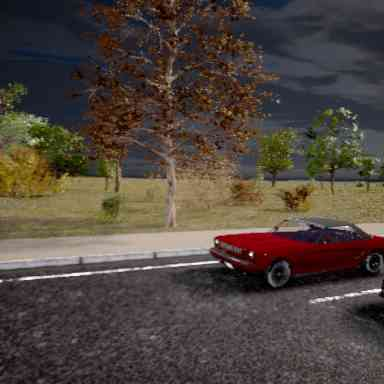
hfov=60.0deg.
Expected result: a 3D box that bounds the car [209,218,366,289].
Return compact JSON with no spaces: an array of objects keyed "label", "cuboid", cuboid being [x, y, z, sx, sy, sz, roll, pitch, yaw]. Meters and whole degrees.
[{"label":"car","cuboid":[2.856,1.347,8.350,4.718,1.301,1.895,1,2,-24]}]

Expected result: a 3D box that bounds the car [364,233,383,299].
[{"label":"car","cuboid":[5.488,1.470,5.979,4.181,1.385,1.994,1,2,-24]}]
